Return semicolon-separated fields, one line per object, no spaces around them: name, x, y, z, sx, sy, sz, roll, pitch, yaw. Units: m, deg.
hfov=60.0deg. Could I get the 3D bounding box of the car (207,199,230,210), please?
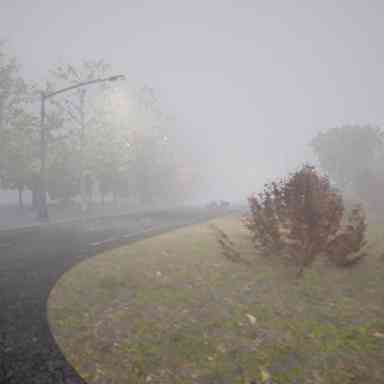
car;3.477;1.616;42.863;1.895;1.301;4.718;0;0;20
